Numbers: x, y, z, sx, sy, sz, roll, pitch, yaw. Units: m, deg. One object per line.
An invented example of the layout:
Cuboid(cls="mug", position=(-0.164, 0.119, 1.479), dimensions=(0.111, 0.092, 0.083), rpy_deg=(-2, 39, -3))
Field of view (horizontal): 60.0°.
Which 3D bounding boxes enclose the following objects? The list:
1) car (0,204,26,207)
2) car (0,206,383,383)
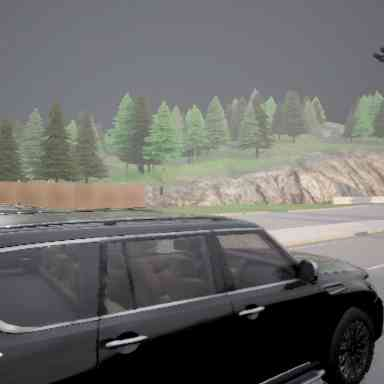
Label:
Cuboid(cls="car", position=(-3.122, 1.222, 5.817), dimensions=(5.566, 2.045, 2.150), rpy_deg=(0, 0, -36))
Cuboid(cls="car", position=(-0.185, 1.221, 3.614), dimensions=(5.566, 2.045, 2.150), rpy_deg=(0, 0, -35))
